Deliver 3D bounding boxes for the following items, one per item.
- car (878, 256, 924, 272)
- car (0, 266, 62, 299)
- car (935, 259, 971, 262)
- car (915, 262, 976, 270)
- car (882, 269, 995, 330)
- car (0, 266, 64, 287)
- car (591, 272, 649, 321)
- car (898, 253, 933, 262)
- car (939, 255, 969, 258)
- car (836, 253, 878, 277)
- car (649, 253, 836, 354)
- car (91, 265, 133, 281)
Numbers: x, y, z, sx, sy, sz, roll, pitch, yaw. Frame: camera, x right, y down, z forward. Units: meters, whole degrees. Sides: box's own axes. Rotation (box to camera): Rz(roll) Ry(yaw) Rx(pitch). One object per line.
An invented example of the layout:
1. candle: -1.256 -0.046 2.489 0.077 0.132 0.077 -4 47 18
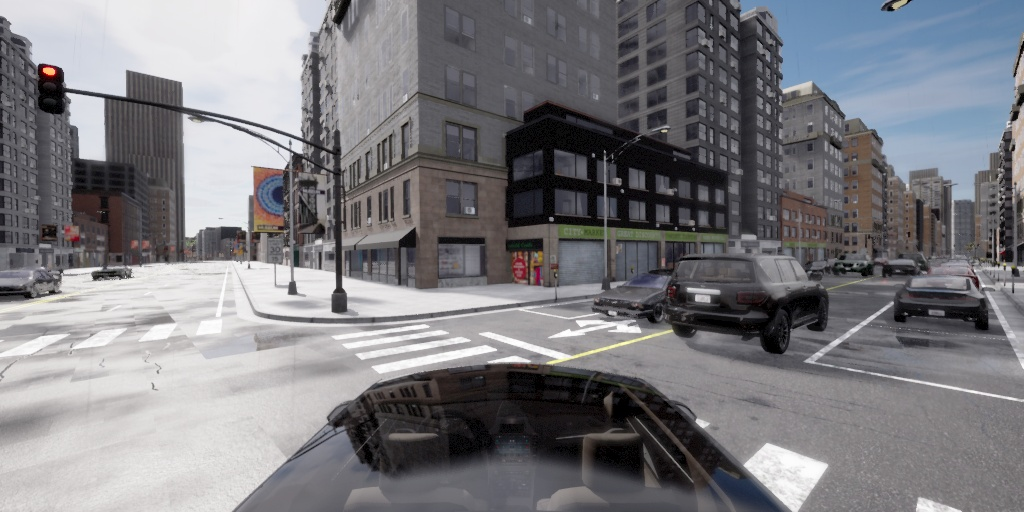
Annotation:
1. car: 32.088 1.025 29.515 5.008 1.535 1.882 0 0 -38
2. car: -25.452 1.428 18.528 2.033 1.411 5.357 -1 0 -38
3. car: 30.487 1.104 24.689 4.507 1.381 1.888 0 0 -38
4. car: 21.605 1.158 17.667 4.507 1.381 1.888 0 0 -38
5. car: 12.723 1.228 10.643 4.403 1.370 2.007 0 0 -38
6. car: -36.552 1.508 27.394 1.994 1.385 4.181 -1 1 -38
7. car: 5.033 1.270 12.160 5.357 1.411 2.033 0 0 -38
8. car: 40.174 0.733 35.961 5.566 2.045 2.150 0 0 -38
9. car: 43.810 0.937 35.224 4.097 1.591 1.967 0 0 -38
10. car: 31.276 0.770 32.788 5.566 2.045 2.150 0 0 -38
11. car: 5.989 0.944 8.964 5.566 2.045 2.150 0 0 -38
12. car: -36.959 1.521 33.209 1.895 1.301 4.718 -1 0 -38
